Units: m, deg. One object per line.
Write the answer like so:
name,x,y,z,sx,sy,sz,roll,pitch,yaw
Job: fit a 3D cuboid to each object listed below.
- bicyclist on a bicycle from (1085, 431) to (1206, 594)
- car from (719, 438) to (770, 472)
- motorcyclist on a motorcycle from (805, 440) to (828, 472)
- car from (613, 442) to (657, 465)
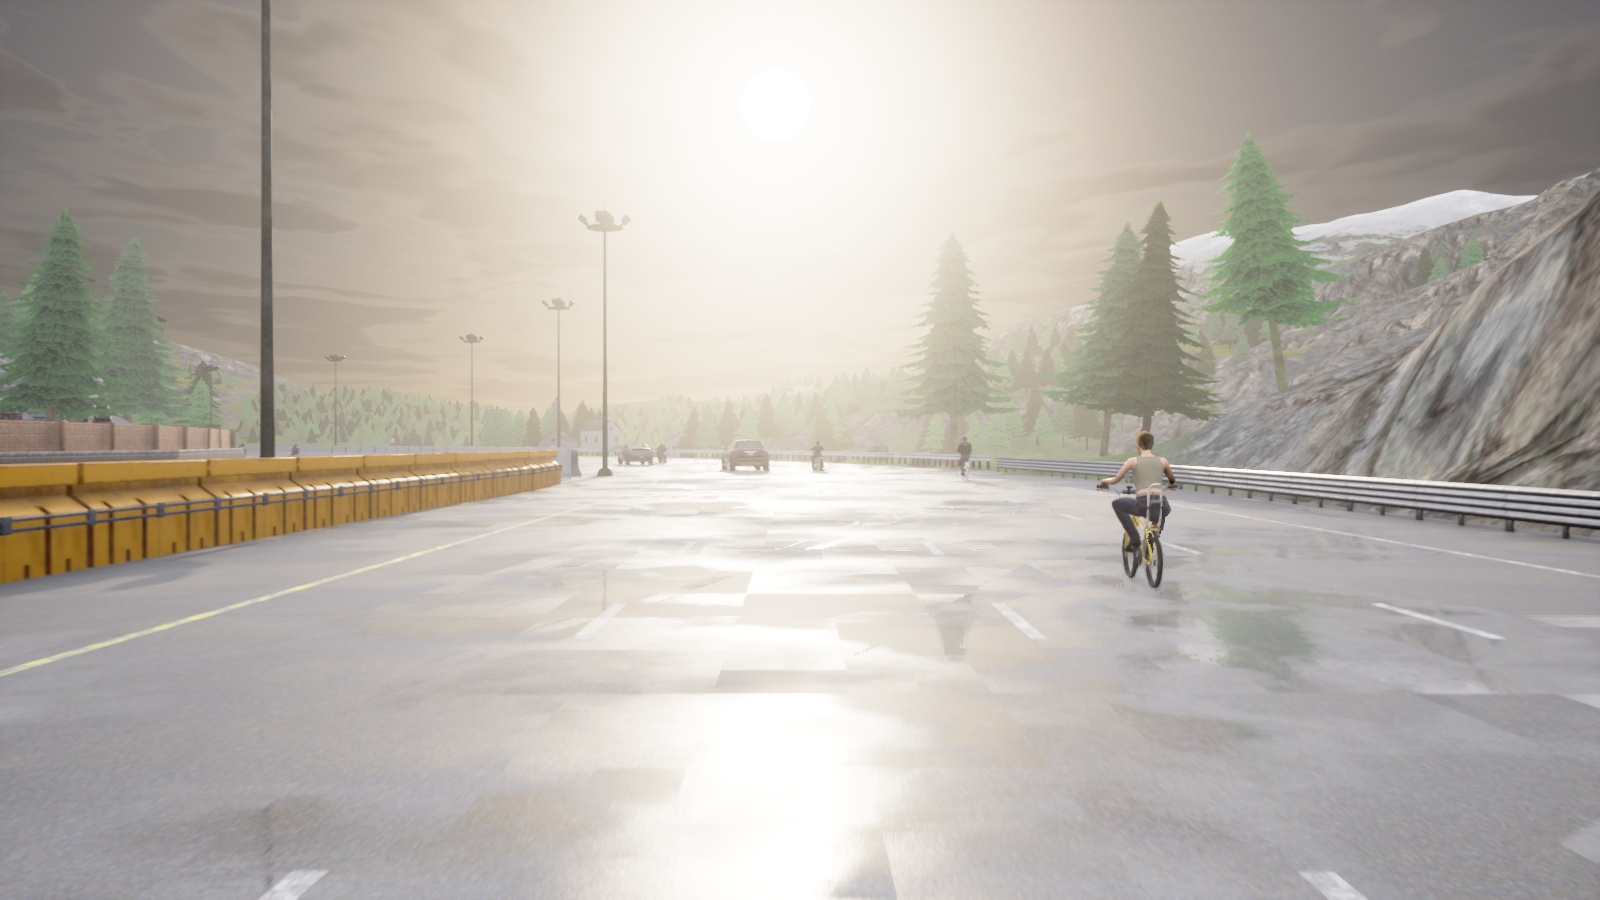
bicyclist on a bicycle,3.590,0.612,13.190,0.866,1.612,1.509,0,0,1
car,-3.041,0.221,67.721,2.097,1.767,4.553,0,0,-11
motorcyclist on a motorcycle,0.871,0.325,66.078,0.766,1.649,2.350,-1,0,-10
car,-11.313,0.211,85.634,2.128,1.511,4.902,0,0,-18
